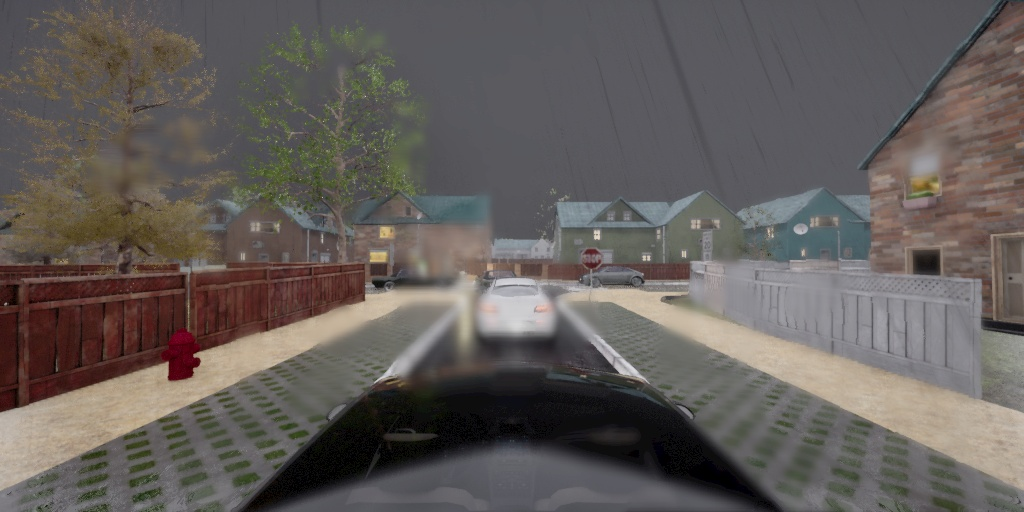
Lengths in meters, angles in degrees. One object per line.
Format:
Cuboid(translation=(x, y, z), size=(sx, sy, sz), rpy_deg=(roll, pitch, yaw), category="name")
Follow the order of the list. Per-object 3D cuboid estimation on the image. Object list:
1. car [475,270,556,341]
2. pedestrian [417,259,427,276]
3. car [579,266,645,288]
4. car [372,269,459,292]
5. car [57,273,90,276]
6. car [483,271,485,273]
Cuboid(translation=(0.100, 1.279, 9.721), size=(1.812, 1.442, 4.674), rpy_deg=(0, 0, 0), category="car")
Cuboid(translation=(-6.709, 1.118, 26.808), size=(0.375, 1.860, 0.375), rpy_deg=(0, -1, 1), category="pedestrian")
Cuboid(translation=(6.531, 1.344, 23.717), size=(4.181, 1.385, 1.994), rpy_deg=(0, -1, 1), category="car")
Cuboid(translation=(-5.489, 1.416, 20.923), size=(4.718, 1.301, 1.895), rpy_deg=(-1, -1, 1), category="car")
Cuboid(translation=(-25.614, 1.632, 21.186), size=(4.718, 1.301, 1.895), rpy_deg=(-1, -1, 1), category="car")
Cuboid(translation=(-0.762, 1.366, 18.540), size=(1.895, 1.301, 4.718), rpy_deg=(0, -1, -12), category="car")
